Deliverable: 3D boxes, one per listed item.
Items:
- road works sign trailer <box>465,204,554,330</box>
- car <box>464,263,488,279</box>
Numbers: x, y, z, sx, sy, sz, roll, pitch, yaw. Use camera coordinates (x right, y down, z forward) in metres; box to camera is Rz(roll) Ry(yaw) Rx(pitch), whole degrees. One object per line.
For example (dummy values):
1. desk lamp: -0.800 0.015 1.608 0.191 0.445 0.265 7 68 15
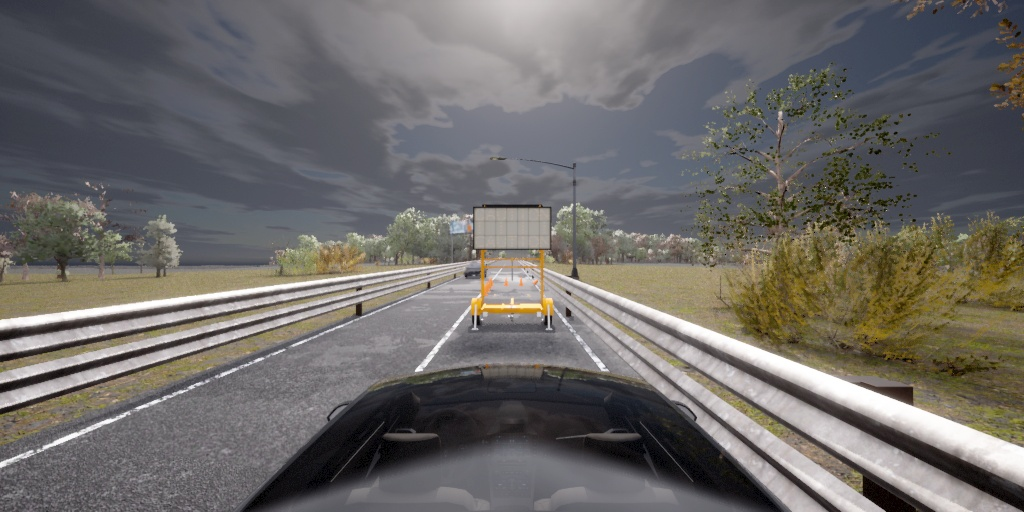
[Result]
1. road works sign trailer: 0.009 0.218 11.101 2.380 3.560 2.880 0 0 0
2. car: -3.253 1.309 33.242 2.033 1.411 5.357 0 0 0
